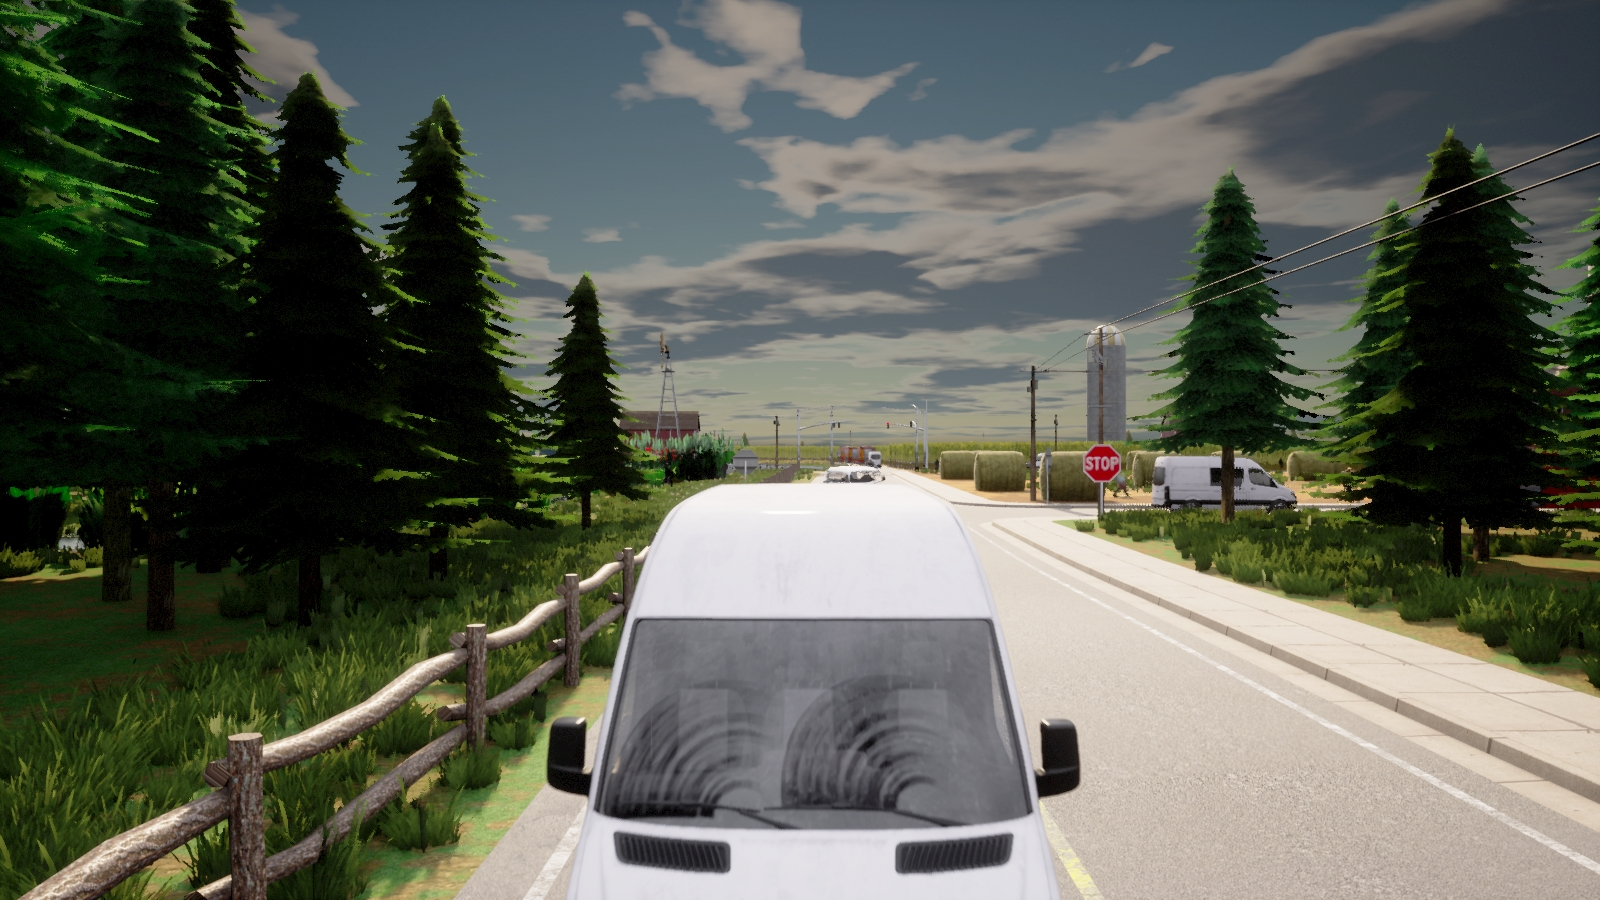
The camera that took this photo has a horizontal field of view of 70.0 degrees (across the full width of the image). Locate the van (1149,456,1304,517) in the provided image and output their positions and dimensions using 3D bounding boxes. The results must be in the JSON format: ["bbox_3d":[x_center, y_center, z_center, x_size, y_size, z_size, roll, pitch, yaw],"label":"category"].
[{"bbox_3d":[18.243,1.534,49.032,5.915,2.561,1.988,0,0,0],"label":"van"}]

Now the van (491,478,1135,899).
[{"bbox_3d":[0.073,1.508,6.481,1.988,2.561,5.915,0,0,1],"label":"van"}]

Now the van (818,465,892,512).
[{"bbox_3d":[2.507,1.756,53.566,2.069,2.038,4.480,-1,0,-16],"label":"van"}]

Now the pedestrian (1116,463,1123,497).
[{"bbox_3d":[17.932,1.682,64.148,0.375,1.860,0.375,0,0,23],"label":"pedestrian"}]

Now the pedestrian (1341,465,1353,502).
[{"bbox_3d":[27.796,1.692,58.058,0.375,1.860,0.375,0,0,-10],"label":"pedestrian"}]
